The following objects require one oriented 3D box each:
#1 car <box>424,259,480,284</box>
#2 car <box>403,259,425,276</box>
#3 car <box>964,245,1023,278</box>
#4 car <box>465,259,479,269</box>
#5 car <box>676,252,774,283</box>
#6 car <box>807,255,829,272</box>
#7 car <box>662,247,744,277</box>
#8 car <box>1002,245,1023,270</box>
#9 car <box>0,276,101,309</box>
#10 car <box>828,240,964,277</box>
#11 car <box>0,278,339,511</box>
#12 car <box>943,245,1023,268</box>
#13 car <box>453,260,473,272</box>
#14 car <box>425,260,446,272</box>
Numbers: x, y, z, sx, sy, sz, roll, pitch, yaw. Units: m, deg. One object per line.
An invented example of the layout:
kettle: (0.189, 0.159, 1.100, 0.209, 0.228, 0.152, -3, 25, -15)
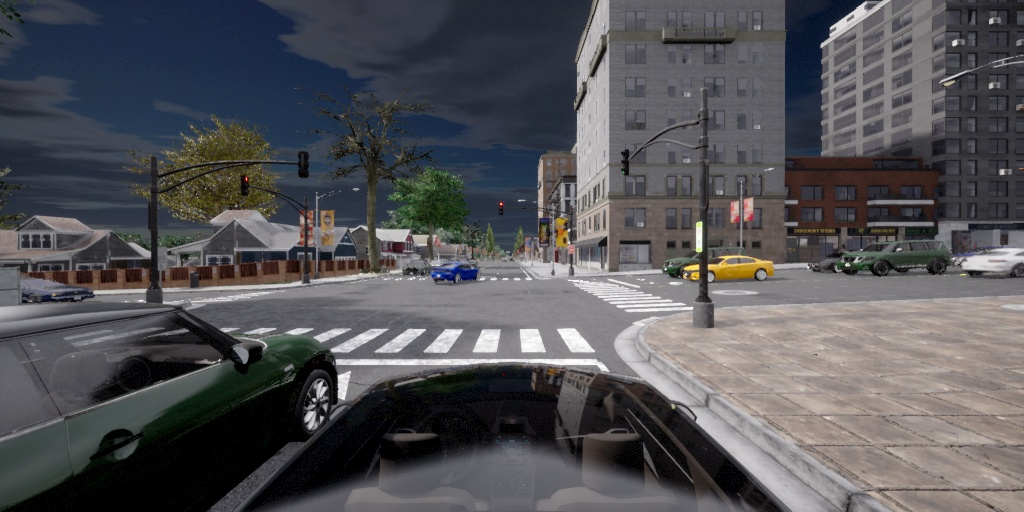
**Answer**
car: (-4.221, 1.242, 27.588, 1.882, 1.535, 5.008, 1, 0, 23)
car: (-9.850, 1.120, 37.503, 2.097, 1.767, 4.553, 0, 0, 0)
car: (25.986, 0.306, 18.327, 4.674, 1.442, 1.812, -2, 0, 0)
car: (-6.596, 1.321, 59.642, 1.837, 1.490, 4.892, 0, 0, 0)
car: (13.032, 0.742, 21.737, 5.008, 1.535, 1.882, -2, 0, -1)
car: (23.419, 0.361, 25.017, 4.892, 1.490, 1.837, -2, 0, 0)
car: (13.452, 0.459, 24.985, 5.566, 2.045, 2.150, -2, 0, 0)
car: (33.380, 0.023, 21.788, 4.674, 1.442, 1.812, -2, 0, 0)
car: (-24.980, 1.867, 18.438, 5.357, 1.411, 2.033, -2, 0, 1)
car: (23.128, 0.099, 21.765, 5.566, 2.045, 2.150, -2, 0, 0)
car: (-3.151, 1.102, 2.510, 2.097, 1.767, 4.553, 0, 0, 0)
car: (33.550, 0.007, 25.040, 4.674, 1.442, 1.812, -2, 0, 0)
car: (-6.605, 1.335, 49.296, 2.033, 1.411, 5.357, 0, 0, 0)
car: (-9.855, 1.307, 46.486, 1.812, 1.442, 4.674, 0, 0, 0)
